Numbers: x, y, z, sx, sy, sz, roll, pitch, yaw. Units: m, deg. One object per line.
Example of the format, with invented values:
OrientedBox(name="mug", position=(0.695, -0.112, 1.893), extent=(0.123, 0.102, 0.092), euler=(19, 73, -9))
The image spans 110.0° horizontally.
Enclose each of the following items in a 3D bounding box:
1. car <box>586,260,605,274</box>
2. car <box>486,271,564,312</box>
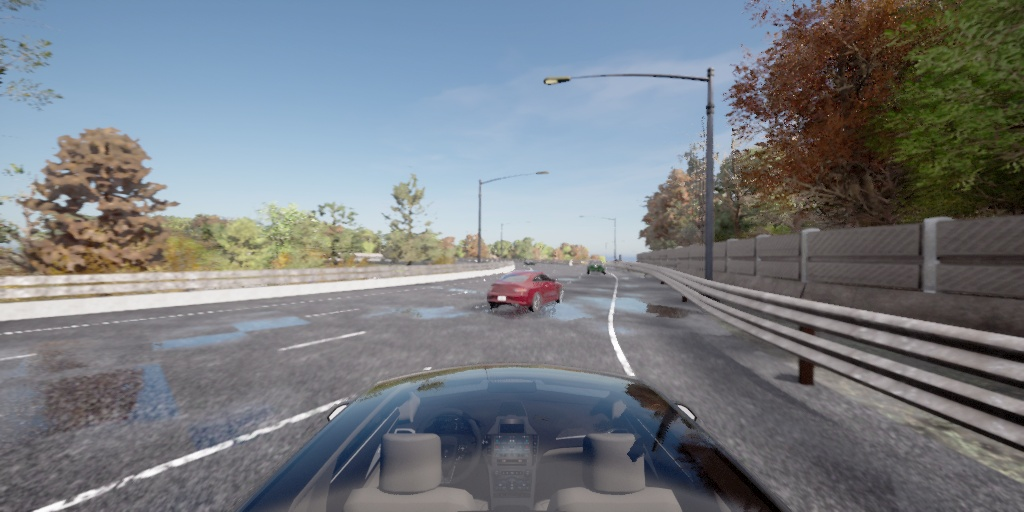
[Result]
OrientedBox(name="car", position=(10.344, 1.279, 44.696), extent=(2.097, 1.767, 4.553), euler=(0, 0, 10))
OrientedBox(name="car", position=(0.646, 1.304, 14.384), extent=(1.812, 1.442, 4.674), euler=(1, 0, 26))
